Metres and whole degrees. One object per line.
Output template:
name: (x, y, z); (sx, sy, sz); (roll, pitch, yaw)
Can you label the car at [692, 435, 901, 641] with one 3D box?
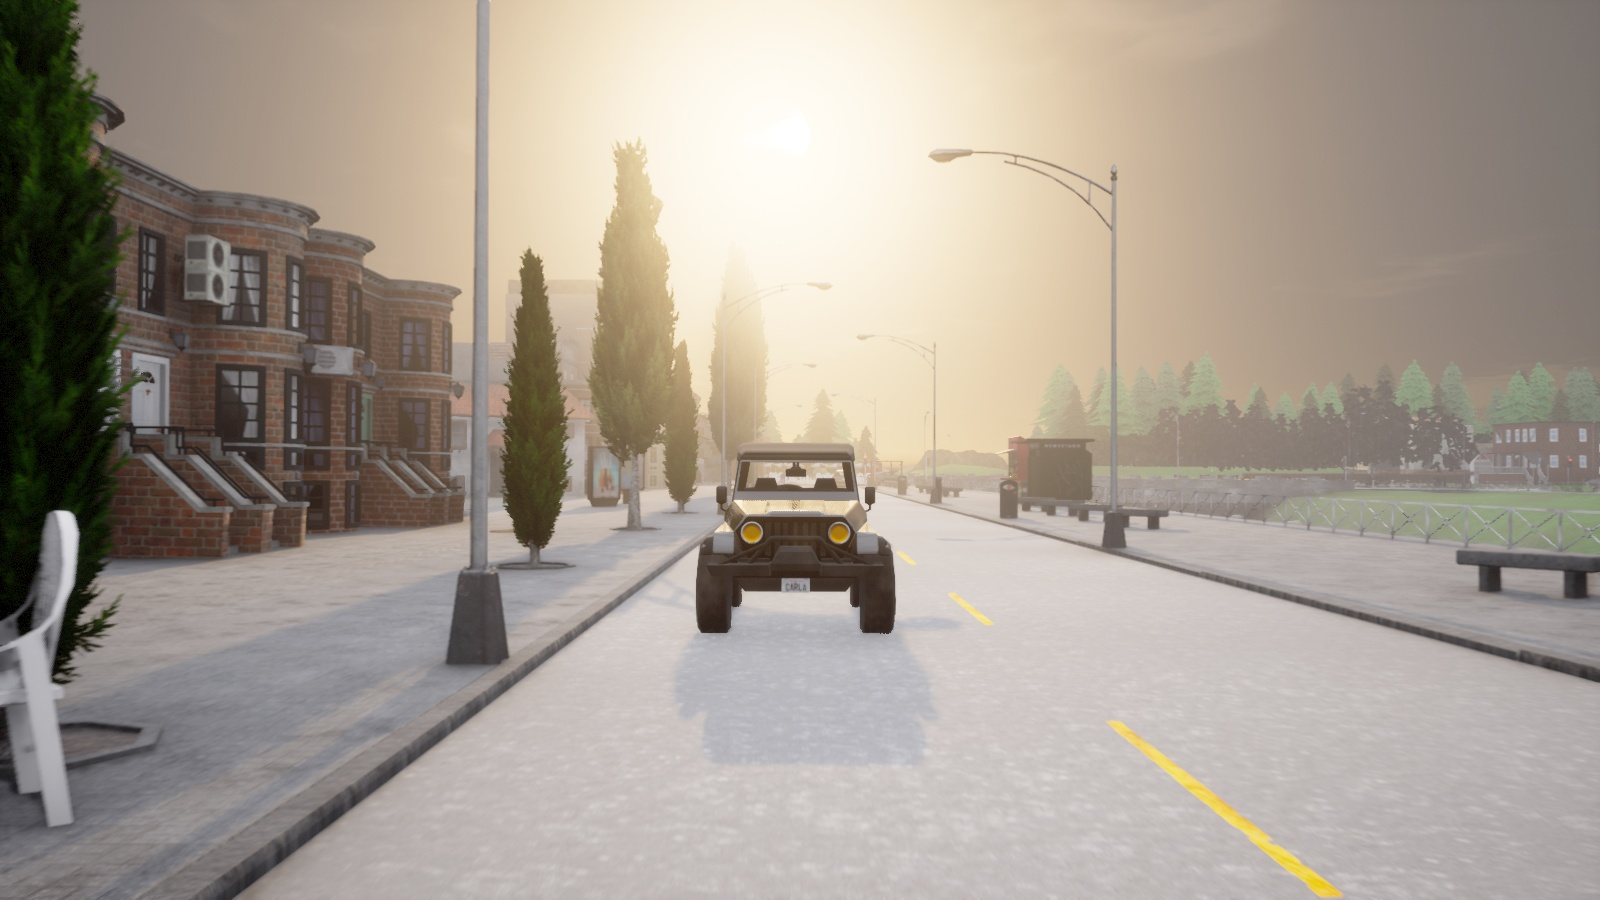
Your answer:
car: (-0.036, 0.835, 13.416); (1.905, 1.878, 3.866); (0, -1, 0)
